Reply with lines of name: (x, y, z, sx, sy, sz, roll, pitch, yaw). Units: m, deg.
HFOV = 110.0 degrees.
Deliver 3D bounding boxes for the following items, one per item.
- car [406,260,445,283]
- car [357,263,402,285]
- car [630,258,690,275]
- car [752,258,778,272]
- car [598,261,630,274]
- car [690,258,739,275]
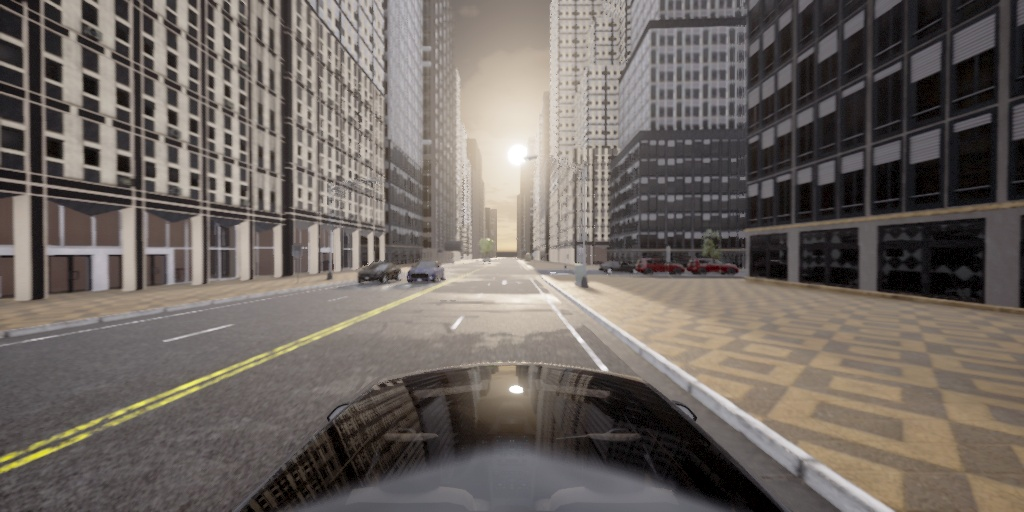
car: (-6.545, 1.110, 27.635, 2.097, 1.767, 4.553, 0, 0, 1)
car: (-9.801, 1.236, 26.811, 1.882, 1.535, 5.008, 0, 0, 1)
car: (15.988, 1.180, 38.962, 5.009, 1.841, 2.192, 0, 0, 3)
car: (33.058, 1.120, 46.063, 5.009, 1.841, 2.192, 0, 0, 3)
car: (12.587, 1.330, 41.813, 4.892, 1.490, 1.837, 0, 1, 3)
car: (21.542, 1.190, 38.765, 5.009, 1.841, 2.192, 0, 0, 3)
